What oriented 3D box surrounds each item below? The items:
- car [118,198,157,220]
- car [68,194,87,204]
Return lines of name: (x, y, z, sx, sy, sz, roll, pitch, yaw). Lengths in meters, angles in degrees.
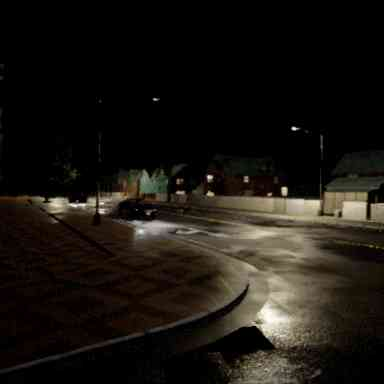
car: (-4.229, 1.226, 25.455, 2.128, 1.511, 4.902, 1, 0, -29)
car: (-16.217, 0.926, 47.145, 1.994, 1.385, 4.181, 1, 0, -29)
